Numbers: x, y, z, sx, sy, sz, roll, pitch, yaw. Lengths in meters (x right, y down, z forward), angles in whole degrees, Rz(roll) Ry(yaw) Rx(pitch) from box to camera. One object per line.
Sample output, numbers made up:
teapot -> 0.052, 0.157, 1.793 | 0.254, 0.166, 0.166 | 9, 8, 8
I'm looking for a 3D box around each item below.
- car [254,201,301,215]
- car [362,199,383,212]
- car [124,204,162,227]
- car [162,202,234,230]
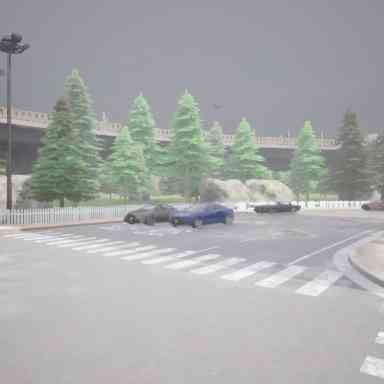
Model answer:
car -> 8.329, 1.556, 32.578 | 4.718, 1.301, 1.895 | 0, 0, -31
car -> 21.409, 1.517, 37.404 | 4.181, 1.385, 1.994 | 0, 0, -7
car -> -2.530, 1.517, 22.606 | 1.994, 1.385, 4.181 | 0, 0, 42
car -> 0.716, 1.430, 21.156 | 1.882, 1.535, 5.008 | 0, 0, 41
